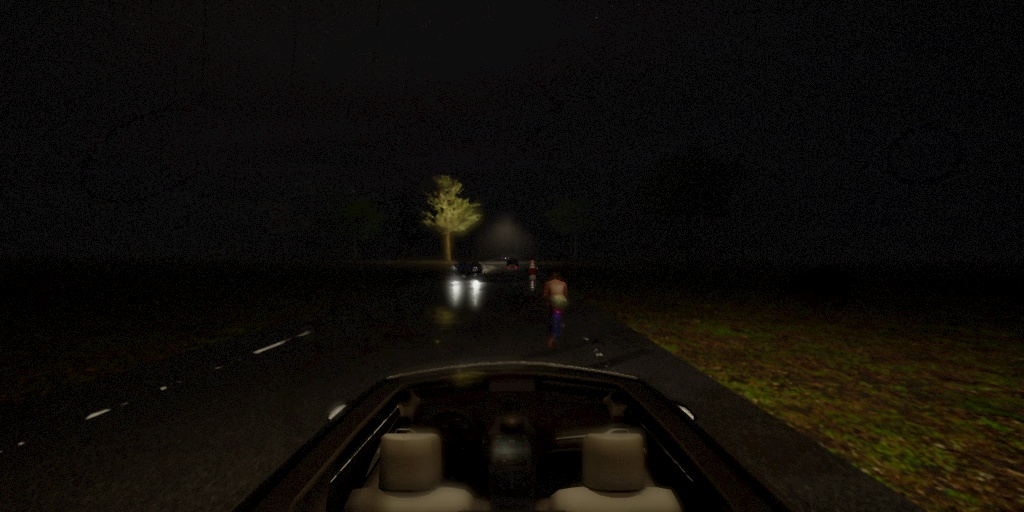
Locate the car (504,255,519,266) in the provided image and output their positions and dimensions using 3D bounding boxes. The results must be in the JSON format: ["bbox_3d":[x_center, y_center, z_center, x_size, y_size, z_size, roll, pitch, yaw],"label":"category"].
[{"bbox_3d":[0.075,0.894,59.644,2.128,1.511,4.902,0,1,0],"label":"car"}]

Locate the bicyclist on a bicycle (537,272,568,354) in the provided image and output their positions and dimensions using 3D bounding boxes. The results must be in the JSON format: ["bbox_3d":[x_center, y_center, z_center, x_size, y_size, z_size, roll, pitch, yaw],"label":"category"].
[{"bbox_3d":[0.958,1.188,7.769,0.582,1.620,1.656,0,0,0],"label":"bicyclist on a bicycle"}]

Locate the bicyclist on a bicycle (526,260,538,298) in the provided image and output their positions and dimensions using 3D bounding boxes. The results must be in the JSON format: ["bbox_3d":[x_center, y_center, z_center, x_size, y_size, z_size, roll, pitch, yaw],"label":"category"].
[{"bbox_3d":[0.954,1.064,17.116,0.659,1.776,1.843,0,0,0],"label":"bicyclist on a bicycle"}]

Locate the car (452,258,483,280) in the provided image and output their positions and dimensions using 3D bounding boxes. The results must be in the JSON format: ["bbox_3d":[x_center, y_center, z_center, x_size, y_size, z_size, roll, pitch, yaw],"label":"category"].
[{"bbox_3d":[-3.611,0.989,29.533,2.097,1.767,4.553,0,0,0],"label":"car"}]
